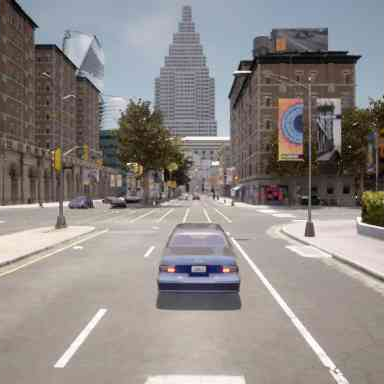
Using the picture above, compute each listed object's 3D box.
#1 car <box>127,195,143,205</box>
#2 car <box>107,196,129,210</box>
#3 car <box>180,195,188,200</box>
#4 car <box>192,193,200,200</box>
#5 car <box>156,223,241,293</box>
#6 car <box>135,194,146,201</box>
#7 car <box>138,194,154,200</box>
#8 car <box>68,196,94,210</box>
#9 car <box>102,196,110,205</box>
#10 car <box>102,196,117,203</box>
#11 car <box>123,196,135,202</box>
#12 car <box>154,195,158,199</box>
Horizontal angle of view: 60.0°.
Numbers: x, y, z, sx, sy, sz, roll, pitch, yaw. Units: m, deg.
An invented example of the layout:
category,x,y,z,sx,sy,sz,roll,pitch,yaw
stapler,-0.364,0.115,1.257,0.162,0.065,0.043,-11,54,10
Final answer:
category,x,y,z,sx,sy,sz,roll,pitch,yaw
car,-10.797,1.600,60.542,1.895,1.301,4.718,0,0,1
car,-9.783,1.601,43.888,1.895,1.301,4.718,0,0,-16
car,-2.342,1.519,90.138,1.812,1.442,4.674,0,0,1
car,1.158,1.350,90.063,2.097,1.767,4.553,0,0,1
car,0.176,1.547,8.984,2.033,1.411,5.357,0,0,1
car,-13.850,1.350,89.546,2.097,1.767,4.553,0,0,1
car,-10.528,1.478,75.880,1.882,1.535,5.008,0,0,1
car,-14.548,1.352,43.661,2.097,1.767,4.553,0,0,1
car,-14.309,1.563,59.533,1.994,1.385,4.181,0,0,1
car,-17.357,1.595,69.885,1.895,1.301,4.718,0,0,1
car,-14.048,1.595,74.424,1.895,1.301,4.718,0,0,1
car,-10.334,1.490,90.770,1.837,1.490,4.892,0,0,1
